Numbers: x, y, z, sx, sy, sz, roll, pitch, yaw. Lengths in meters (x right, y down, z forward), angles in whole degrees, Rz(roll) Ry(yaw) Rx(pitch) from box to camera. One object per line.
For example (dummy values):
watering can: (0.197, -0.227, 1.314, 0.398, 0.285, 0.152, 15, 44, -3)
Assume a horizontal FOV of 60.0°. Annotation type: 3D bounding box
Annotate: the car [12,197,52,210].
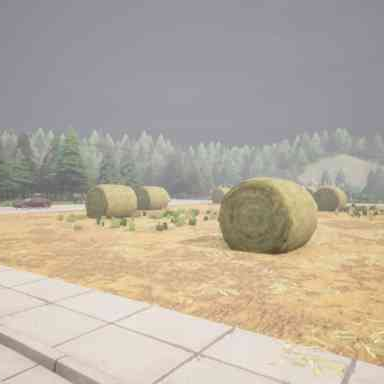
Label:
car: (-19.897, 1.399, 41.533, 1.812, 1.442, 4.674, 0, 0, 36)
